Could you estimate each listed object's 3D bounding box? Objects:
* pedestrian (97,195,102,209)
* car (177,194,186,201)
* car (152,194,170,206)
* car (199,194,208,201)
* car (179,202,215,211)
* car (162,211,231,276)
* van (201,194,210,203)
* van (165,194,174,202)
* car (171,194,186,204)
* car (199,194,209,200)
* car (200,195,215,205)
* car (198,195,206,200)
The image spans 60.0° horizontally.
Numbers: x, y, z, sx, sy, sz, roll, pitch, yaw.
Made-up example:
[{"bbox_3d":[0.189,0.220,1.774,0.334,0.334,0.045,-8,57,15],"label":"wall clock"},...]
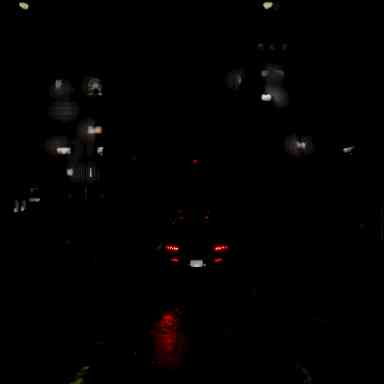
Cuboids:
[{"bbox_3d":[-12.031,1.274,43.243,0.375,1.860,0.375,0,1,1],"label":"pedestrian"},{"bbox_3d":[-2.529,1.305,80.173,2.097,1.767,4.553,0,0,0],"label":"car"},{"bbox_3d":[-5.168,1.296,52.473,2.192,1.841,5.009,0,0,0],"label":"car"},{"bbox_3d":[2.790,1.397,80.212,1.967,1.590,4.097,0,0,0],"label":"car"},{"bbox_3d":[0.149,1.559,20.176,1.994,1.385,4.181,0,0,0],"label":"car"},{"bbox_3d":[0.128,1.524,10.177,1.812,1.442,4.674,0,0,0],"label":"car"},{"bbox_3d":[2.759,1.308,69.108,1.690,1.788,3.998,0,0,0],"label":"van"},{"bbox_3d":[-5.106,1.303,74.681,1.690,1.788,3.998,0,0,0],"label":"van"},{"bbox_3d":[-2.595,1.475,64.178,1.837,1.490,4.892,0,0,1],"label":"car"},{"bbox_3d":[2.743,1.554,63.556,1.802,1.307,4.206,0,0,0],"label":"car"},{"bbox_3d":[2.712,1.546,52.452,1.947,1.339,4.313,0,0,0],"label":"car"},{"bbox_3d":[2.821,1.497,91.316,2.008,1.369,4.403,0,0,0],"label":"car"}]
